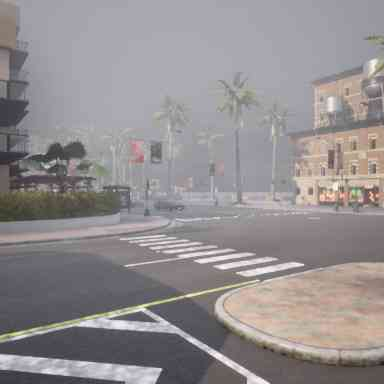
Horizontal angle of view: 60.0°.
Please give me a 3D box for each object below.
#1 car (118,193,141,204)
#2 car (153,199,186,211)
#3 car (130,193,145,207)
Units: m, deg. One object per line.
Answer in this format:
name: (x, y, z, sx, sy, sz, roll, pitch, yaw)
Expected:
car: (-12.673, 1.221, 67.347, 2.150, 2.045, 5.566, 0, 0, -38)
car: (-2.949, 1.547, 41.273, 2.033, 1.411, 5.357, 0, 0, -35)
car: (-8.818, 1.352, 49.650, 2.097, 1.767, 4.553, 0, 0, -35)
